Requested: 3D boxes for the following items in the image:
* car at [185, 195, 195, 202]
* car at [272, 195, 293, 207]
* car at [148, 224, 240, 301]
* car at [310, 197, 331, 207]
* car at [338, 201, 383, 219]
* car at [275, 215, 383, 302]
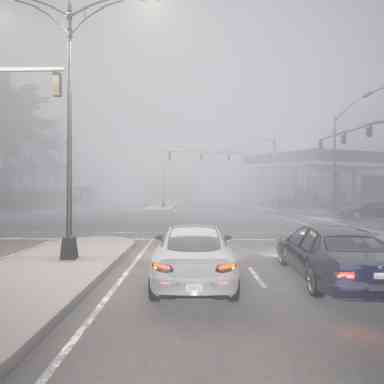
[{"bbox_3d":[-0.434,1.428,72.766,1.812,1.442,4.674,0,0,0],"label":"car"},{"bbox_3d":[12.926,1.261,47.770,2.242,1.667,4.611,0,0,0],"label":"car"},{"bbox_3d":[0.039,1.516,8.149,1.812,1.442,4.674,0,0,0],"label":"car"},{"bbox_3d":[18.666,1.433,48.567,1.970,1.475,3.806,0,0,0],"label":"car"},{"bbox_3d":[14.695,1.502,27.634,4.892,1.490,1.837,0,0,-1],"label":"car"},{"bbox_3d":[3.518,1.545,8.454,2.033,1.411,5.357,0,0,3],"label":"car"}]
